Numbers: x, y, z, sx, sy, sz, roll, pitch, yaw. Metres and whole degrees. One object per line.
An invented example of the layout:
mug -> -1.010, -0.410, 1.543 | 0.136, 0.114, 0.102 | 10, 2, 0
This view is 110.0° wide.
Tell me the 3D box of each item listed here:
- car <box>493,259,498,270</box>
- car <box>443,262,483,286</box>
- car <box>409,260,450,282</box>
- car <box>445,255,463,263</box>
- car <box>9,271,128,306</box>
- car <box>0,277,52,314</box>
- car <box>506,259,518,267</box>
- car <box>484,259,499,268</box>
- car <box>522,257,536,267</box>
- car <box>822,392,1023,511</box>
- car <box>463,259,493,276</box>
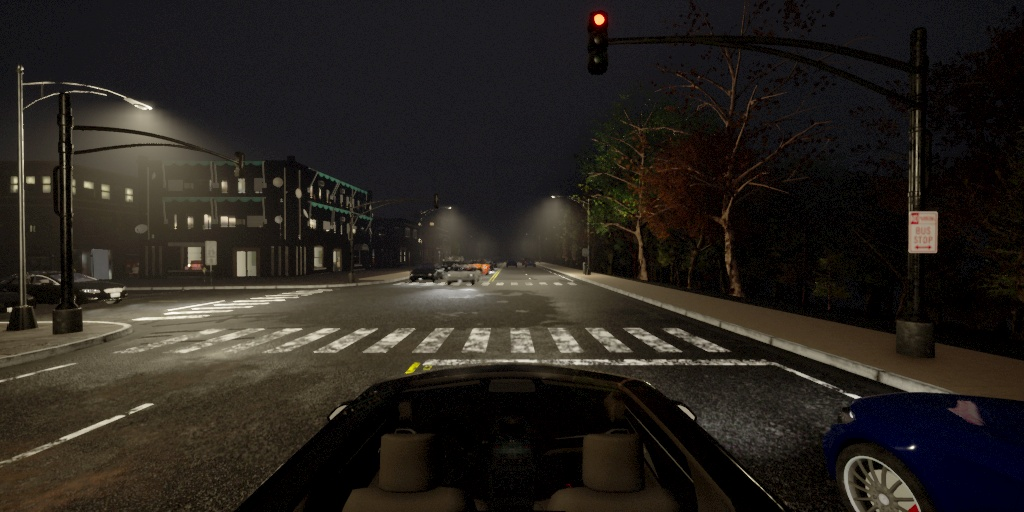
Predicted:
car -> -3.449, 1.226, 49.314 | 2.128, 1.511, 4.902 | 0, 0, 0
car -> -3.404, 1.344, 25.635 | 1.895, 1.301, 4.718 | 0, 0, 0
car -> -6.659, 1.289, 28.728 | 2.033, 1.411, 5.357 | 0, 0, 0
car -> -6.685, 0.956, 41.101 | 2.150, 2.045, 5.566 | 0, 0, 0
car -> -19.654, 1.459, 15.540 | 4.902, 1.511, 2.128 | -1, 1, 0
car -> -19.973, 1.564, 12.833 | 4.313, 1.339, 1.948 | 0, 0, 0
car -> -0.049, 1.252, 63.994 | 1.812, 1.442, 4.674 | 0, 0, 0
car -> -3.448, 1.220, 60.983 | 2.128, 1.511, 4.902 | 0, 0, 0
car -> 3.212, 1.274, 63.678 | 2.033, 1.411, 5.357 | 0, 0, 0
car -> 3.358, 1.276, 0.873 | 1.812, 1.442, 4.674 | 0, 0, 1
car -> -3.427, 1.091, 36.773 | 2.097, 1.767, 4.553 | 0, 0, 0
